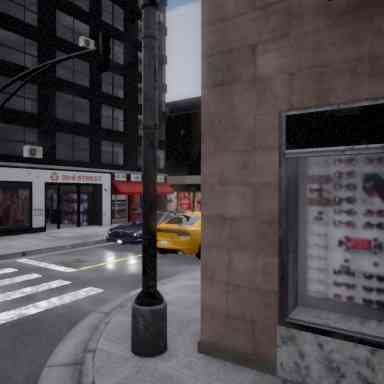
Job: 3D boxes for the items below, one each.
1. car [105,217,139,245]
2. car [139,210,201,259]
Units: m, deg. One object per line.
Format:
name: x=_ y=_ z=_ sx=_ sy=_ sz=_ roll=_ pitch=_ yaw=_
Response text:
car: x=-1.376 y=1.564 z=15.266 sx=2.033 sy=1.411 sz=5.357 roll=0 pitch=0 yaw=33
car: x=0.461 y=1.501 z=12.875 sx=1.882 sy=1.535 sz=5.008 roll=0 pitch=0 yaw=33
